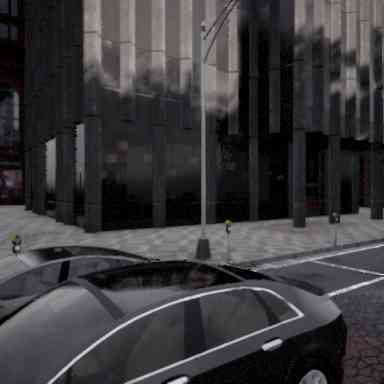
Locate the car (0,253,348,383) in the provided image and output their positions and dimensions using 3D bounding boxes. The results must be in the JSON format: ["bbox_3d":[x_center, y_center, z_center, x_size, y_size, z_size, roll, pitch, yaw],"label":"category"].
[{"bbox_3d":[-0.575,1.503,2.974,4.892,1.490,1.837,0,0,-34],"label":"car"}]

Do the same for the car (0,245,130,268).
[{"bbox_3d":[-2.339,1.565,4.978,4.313,1.339,1.947,0,0,-35],"label":"car"}]
